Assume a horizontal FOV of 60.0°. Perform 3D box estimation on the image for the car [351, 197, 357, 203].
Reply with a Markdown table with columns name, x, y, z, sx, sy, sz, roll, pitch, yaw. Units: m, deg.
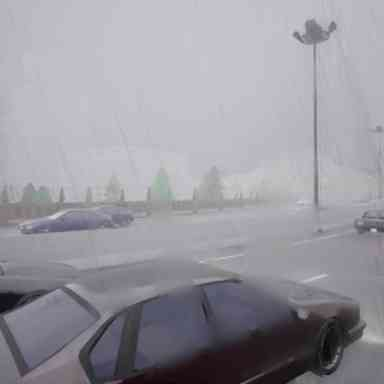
| name | x | y | z | sx | sy | sz | roll | pitch | yaw |
| --- | --- | --- | --- | --- | --- | --- | --- | --- | --- |
| car | 41.680 | 2.121 | 84.777 | 1.837 | 1.490 | 4.892 | -1 | -3 | 32 |

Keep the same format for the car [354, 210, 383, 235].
| name | x | y | z | sx | sy | sz | roll | pitch | yaw |
| --- | --- | --- | --- | --- | --- | --- | --- | --- | --- |
| car | 10.574 | 1.620 | 18.182 | 1.895 | 1.301 | 4.718 | 0 | 0 | 43 |

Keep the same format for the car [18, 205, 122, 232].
| name | x | y | z | sx | sy | sz | roll | pitch | yaw |
| --- | --- | --- | --- | --- | --- | --- | --- | --- | --- |
| car | -6.291 | 1.598 | 17.038 | 4.674 | 1.442 | 1.812 | 0 | 0 | -40 |

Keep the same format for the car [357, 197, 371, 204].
| name | x | y | z | sx | sy | sz | roll | pitch | yaw |
| --- | --- | --- | --- | --- | --- | --- | --- | --- | --- |
| car | 35.981 | 1.704 | 68.923 | 1.994 | 1.385 | 4.181 | -1 | 0 | 32 |

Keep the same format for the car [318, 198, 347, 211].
| name | x | y | z | sx | sy | sz | roll | pitch | yaw |
| --- | --- | --- | --- | --- | --- | --- | --- | --- | --- |
| car | 14.349 | 1.609 | 34.454 | 1.812 | 1.442 | 4.674 | 0 | 0 | 34 |

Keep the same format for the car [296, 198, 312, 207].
| name | x | y | z | sx | sy | sz | roll | pitch | yaw |
| --- | --- | --- | --- | --- | --- | --- | --- | --- | --- |
| car | 18.243 | 1.695 | 53.675 | 1.812 | 1.442 | 4.674 | -1 | 0 | 32 |

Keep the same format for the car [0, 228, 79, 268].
| name | x | y | z | sx | sy | sz | roll | pitch | yaw |
| --- | --- | --- | --- | --- | --- | --- | --- | --- | --- |
| car | -4.317 | 1.575 | 5.056 | 5.357 | 1.411 | 2.033 | 0 | 0 | -36 |

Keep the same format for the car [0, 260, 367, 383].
| name | x | y | z | sx | sy | sz | roll | pitch | yaw |
| --- | --- | --- | --- | --- | --- | --- | --- | --- | --- |
| car | -0.149 | 1.559 | 3.796 | 5.357 | 1.411 | 2.033 | 0 | 0 | -37 |

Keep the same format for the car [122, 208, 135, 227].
| name | x | y | z | sx | sy | sz | roll | pitch | yaw |
| --- | --- | --- | --- | --- | --- | --- | --- | --- | --- |
| car | -5.963 | 1.618 | 21.871 | 4.674 | 1.442 | 1.812 | 0 | 0 | -42 |
